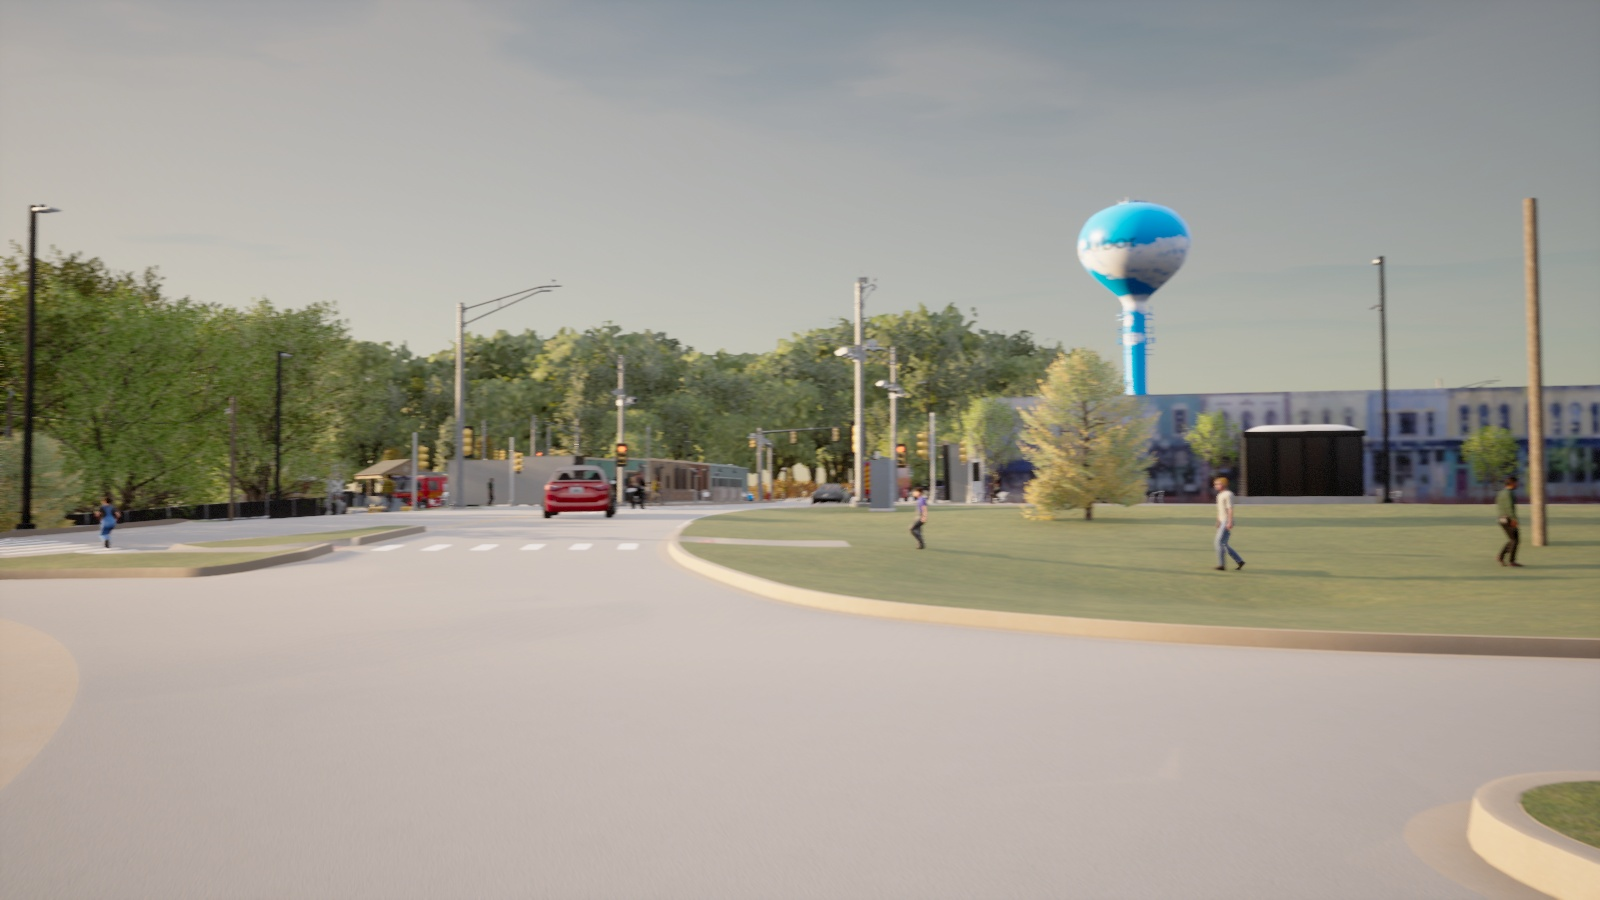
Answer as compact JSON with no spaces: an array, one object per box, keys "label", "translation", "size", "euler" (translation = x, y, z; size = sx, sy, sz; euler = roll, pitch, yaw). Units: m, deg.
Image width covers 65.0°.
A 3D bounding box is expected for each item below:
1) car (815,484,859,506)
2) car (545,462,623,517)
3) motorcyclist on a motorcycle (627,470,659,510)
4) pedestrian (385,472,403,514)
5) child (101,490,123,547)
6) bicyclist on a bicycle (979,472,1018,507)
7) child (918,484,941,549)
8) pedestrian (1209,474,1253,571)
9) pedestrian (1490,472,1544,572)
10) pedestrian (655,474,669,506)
[{"label":"car","translation":[2.394,2.864,80.067],"size":[1.994,1.385,4.181],"euler":[-1,-2,13]},{"label":"car","translation":[-6.893,1.244,40.525],"size":[2.242,1.667,4.611],"euler":[0,-1,-7]},{"label":"motorcyclist on a motorcycle","translation":[-6.168,1.576,49.334],"size":[0.797,1.523,2.044],"euler":[0,-2,6]},{"label":"pedestrian","translation":[-17.841,1.877,55.204],"size":[0.431,1.840,0.709],"euler":[-1,-3,15]},{"label":"child","translation":[-15.219,1.513,27.783],"size":[0.437,1.263,0.270],"euler":[-2,-3,40]},{"label":"bicyclist on a bicycle","translation":[10.022,1.993,63.378],"size":[1.843,1.776,0.659],"euler":[0,-3,17]},{"label":"child","translation":[2.545,1.296,24.660],"size":[0.437,1.263,0.270],"euler":[0,-3,6]},{"label":"pedestrian","translation":[8.258,1.390,24.049],"size":[0.706,1.836,0.354],"euler":[0,-3,6]},{"label":"pedestrian","translation":[14.139,1.420,24.775],"size":[0.788,1.949,0.423],"euler":[-1,-3,10]},{"label":"pedestrian","translation":[-7.949,2.334,72.500],"size":[0.726,1.835,0.370],"euler":[-1,-3,16]}]
